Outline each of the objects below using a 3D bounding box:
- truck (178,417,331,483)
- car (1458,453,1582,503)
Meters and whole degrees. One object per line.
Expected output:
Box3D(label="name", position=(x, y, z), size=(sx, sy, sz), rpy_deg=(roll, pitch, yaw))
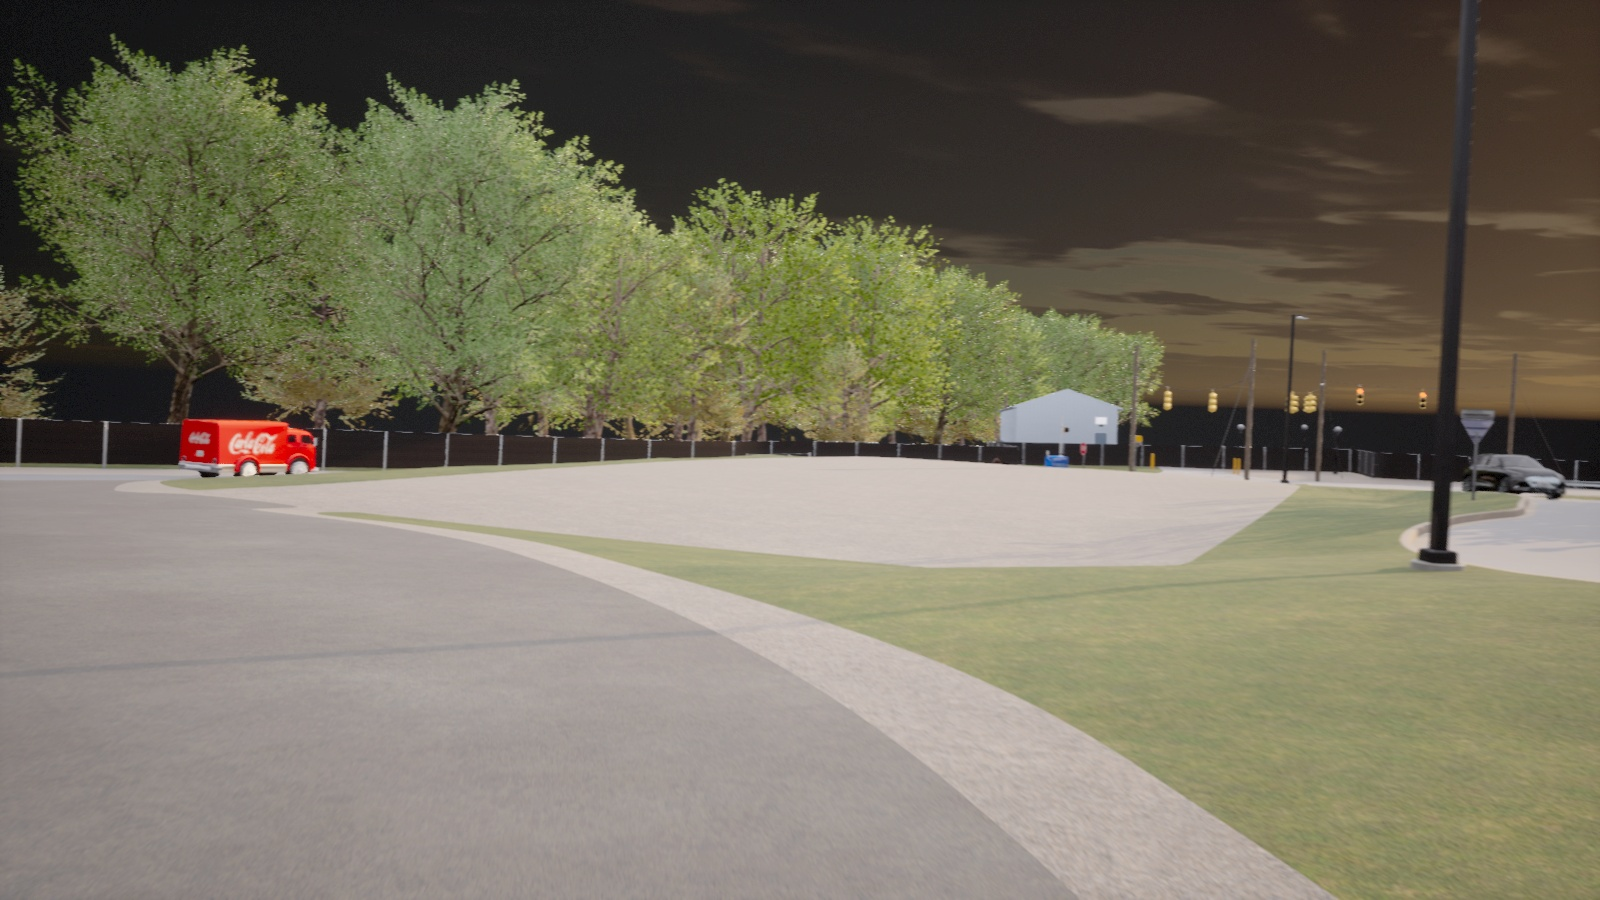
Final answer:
Box3D(label="truck", position=(-22.464, 0.005, 51.969), size=(2.627, 2.467, 5.204), rpy_deg=(4, 2, 28))
Box3D(label="car", position=(26.224, 1.003, 45.938), size=(2.033, 1.649, 4.856), rpy_deg=(2, -1, 5))
